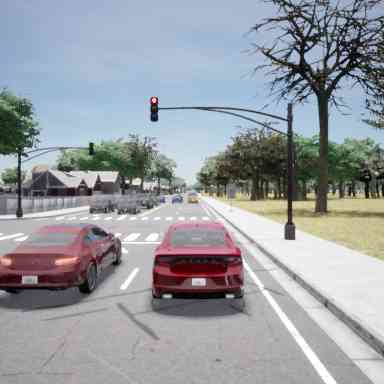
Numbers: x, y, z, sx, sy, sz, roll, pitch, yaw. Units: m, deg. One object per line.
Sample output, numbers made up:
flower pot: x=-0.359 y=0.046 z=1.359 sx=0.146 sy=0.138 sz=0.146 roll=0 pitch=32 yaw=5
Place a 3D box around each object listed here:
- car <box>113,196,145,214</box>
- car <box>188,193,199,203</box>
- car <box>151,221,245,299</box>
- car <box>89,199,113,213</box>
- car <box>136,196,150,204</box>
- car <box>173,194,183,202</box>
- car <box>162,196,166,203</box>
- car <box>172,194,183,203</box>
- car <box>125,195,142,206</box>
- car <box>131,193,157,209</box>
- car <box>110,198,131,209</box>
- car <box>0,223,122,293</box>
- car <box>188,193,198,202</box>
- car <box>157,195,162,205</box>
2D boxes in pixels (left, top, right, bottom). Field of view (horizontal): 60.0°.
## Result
car: x=-6.513 y=1.499 z=34.858 sx=1.837 sy=1.490 sz=4.892 roll=0 pitch=0 yaw=0
car: x=0.256 y=1.452 z=65.923 sx=1.882 sy=1.535 sz=5.008 roll=0 pitch=0 yaw=0
car: x=0.118 y=1.477 z=8.495 sx=1.882 sy=1.535 sz=5.008 roll=0 pitch=0 yaw=0
car: x=-9.759 y=1.499 z=36.369 sx=1.837 sy=1.490 sz=4.892 roll=0 pitch=0 yaw=0
car: x=-9.620 y=1.521 z=66.007 sx=2.033 sy=1.411 sz=5.357 roll=0 pitch=0 yaw=0
car: x=-3.067 y=1.321 z=76.296 sx=2.097 sy=1.767 sz=4.553 roll=0 pitch=0 yaw=0
car: x=-6.367 y=1.451 z=66.314 sx=1.882 sy=1.535 sz=5.008 roll=0 pitch=0 yaw=1
car: x=-2.989 y=1.499 z=66.330 sx=1.812 sy=1.442 sz=4.674 roll=0 pitch=0 yaw=0
car: x=-9.707 y=1.335 z=55.388 sx=2.097 sy=1.767 sz=4.553 roll=0 pitch=0 yaw=0
car: x=-6.487 y=1.212 z=44.709 sx=2.150 sy=2.045 sz=5.566 roll=0 pitch=0 yaw=1
car: x=-9.736 y=1.516 z=45.502 sx=1.812 sy=1.442 sz=4.674 roll=0 pitch=0 yaw=1
car: x=-3.129 y=1.525 z=8.706 sx=1.812 sy=1.442 sz=4.674 roll=0 pitch=0 yaw=0
car: x=0.183 y=1.190 z=76.324 sx=2.150 sy=2.045 sz=5.566 roll=0 pitch=0 yaw=0
car: x=-6.459 y=1.489 z=54.738 sx=1.837 sy=1.490 sz=4.892 roll=0 pitch=0 yaw=0
